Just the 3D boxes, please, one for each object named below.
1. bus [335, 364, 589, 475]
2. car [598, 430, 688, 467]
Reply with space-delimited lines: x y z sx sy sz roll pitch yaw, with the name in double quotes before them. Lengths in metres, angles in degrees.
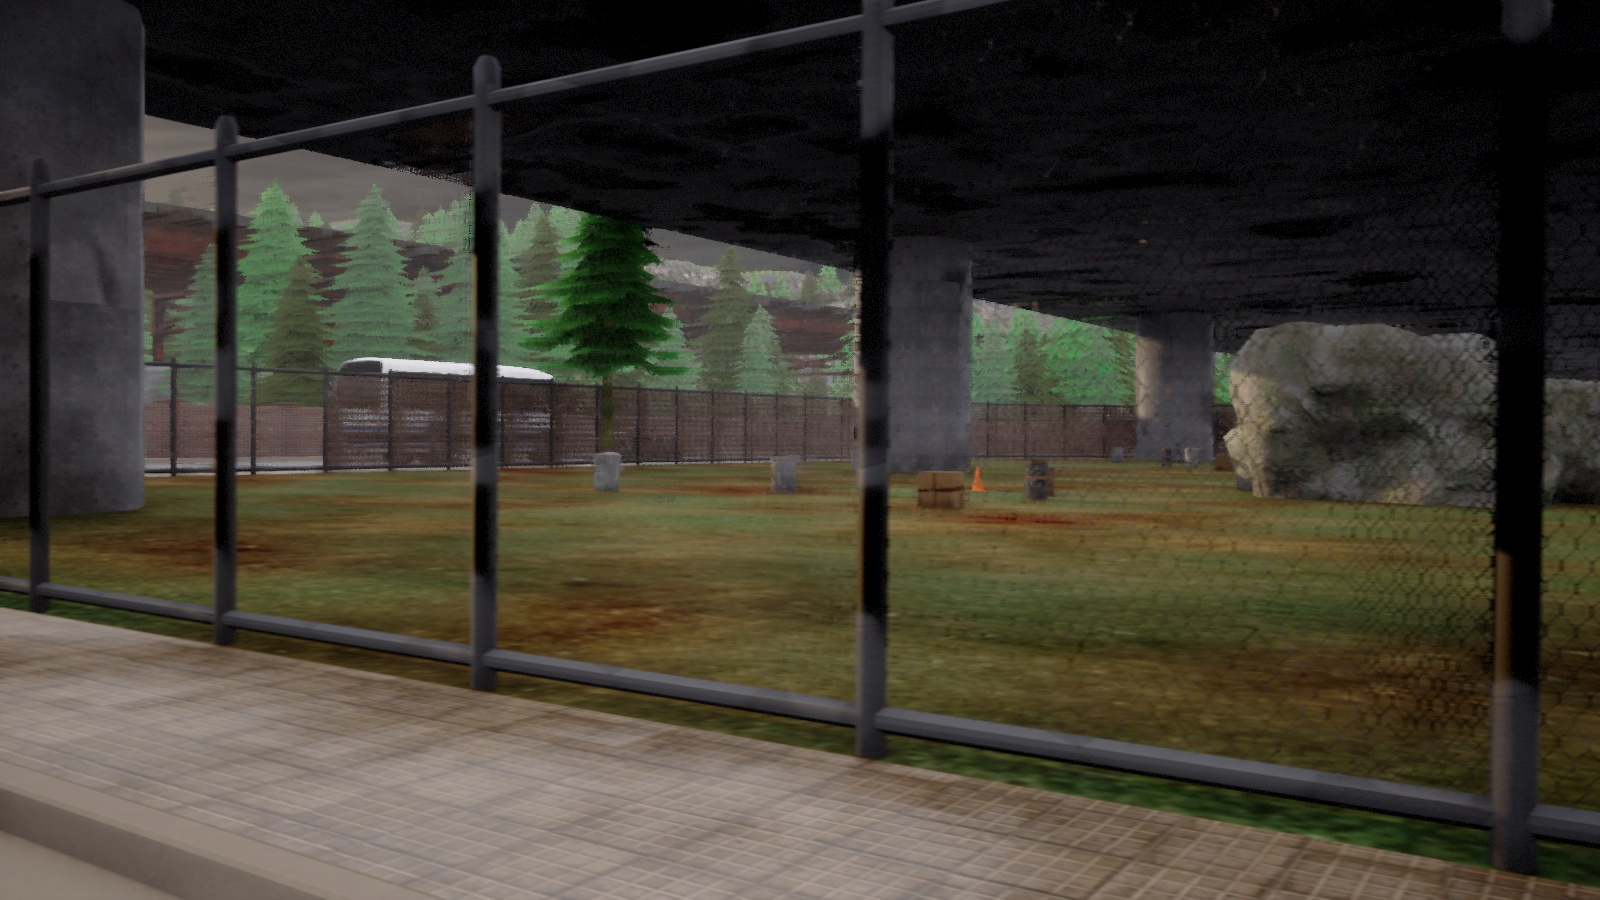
"bus" -13.974 -1.243 53.119 3.944 4.253 10.273 0 1 34
"car" -7.082 -0.085 57.043 1.851 1.617 3.988 0 1 34
